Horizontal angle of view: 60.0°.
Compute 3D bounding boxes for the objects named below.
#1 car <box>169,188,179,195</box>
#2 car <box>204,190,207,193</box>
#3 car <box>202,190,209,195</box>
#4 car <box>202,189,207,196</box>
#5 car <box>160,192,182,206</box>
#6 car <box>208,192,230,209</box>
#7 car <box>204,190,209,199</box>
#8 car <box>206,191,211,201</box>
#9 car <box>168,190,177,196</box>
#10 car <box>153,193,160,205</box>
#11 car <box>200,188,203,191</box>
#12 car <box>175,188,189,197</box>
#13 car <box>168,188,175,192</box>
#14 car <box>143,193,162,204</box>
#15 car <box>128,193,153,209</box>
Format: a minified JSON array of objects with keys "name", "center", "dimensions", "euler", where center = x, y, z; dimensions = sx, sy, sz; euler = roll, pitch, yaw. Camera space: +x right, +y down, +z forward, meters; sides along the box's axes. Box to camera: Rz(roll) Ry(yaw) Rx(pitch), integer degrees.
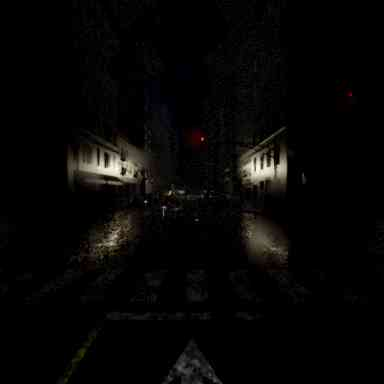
[{"name":"car","center":[-4.827,-0.091,90.047],"dimensions":[2.192,1.841,5.009],"euler":[1,1,1]},{"name":"car","center":[3.201,0.749,51.253],"dimensions":[1.887,1.381,4.507],"euler":[1,1,1]},{"name":"car","center":[3.695,0.176,89.960],"dimensions":[1.802,1.307,4.206],"euler":[1,1,1]},{"name":"car","center":[3.342,0.597,62.312],"dimensions":[1.947,1.339,4.313],"euler":[1,1,1]},{"name":"car","center":[-2.605,0.977,41.040],"dimensions":[1.895,1.301,4.718],"euler":[0,1,1]},{"name":"car","center":[2.989,1.028,34.664],"dimensions":[1.947,1.339,4.313],"euler":[1,1,1]},{"name":"car","center":[3.130,0.841,45.723],"dimensions":[2.008,1.369,4.403],"euler":[1,1,1]},{"name":"car","center":[3.060,0.921,40.193],"dimensions":[1.887,1.381,4.507],"euler":[1,1,1]},{"name":"car","center":[-4.900,0.247,84.523],"dimensions":[1.947,1.339,4.313],"euler":[1,1,1]},{"name":"car","center":[-5.465,0.942,40.297],"dimensions":[1.947,1.339,4.313],"euler":[1,1,1]},{"name":"car","center":[3.624,0.247,84.430],"dimensions":[1.947,1.339,4.313],"euler":[1,1,1]},{"name":"car","center":[-2.216,0.412,71.544],"dimensions":[2.128,1.511,4.902],"euler":[0,1,1]},{"name":"car","center":[-5.114,0.471,67.768],"dimensions":[1.752,1.417,4.829],"euler":[1,1,1]},{"name":"car","center":[-5.394,0.841,45.825],"dimensions":[2.008,1.369,4.403],"euler":[1,1,1]},{"name":"car","center":[-5.536,1.044,34.769],"dimensions":[1.802,1.307,4.206],"euler":[1,1,1]}]
